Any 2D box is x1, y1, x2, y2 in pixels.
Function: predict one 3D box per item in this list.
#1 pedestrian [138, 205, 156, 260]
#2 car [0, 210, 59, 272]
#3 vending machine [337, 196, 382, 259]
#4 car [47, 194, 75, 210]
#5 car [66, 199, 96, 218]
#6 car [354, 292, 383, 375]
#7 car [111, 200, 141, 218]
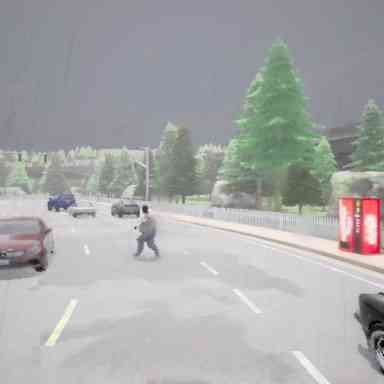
[{"bbox_3d":[-1.499,1.294,10.980,0.375,1.860,0.375,0,0,-16],"label":"pedestrian"},{"bbox_3d":[-5.488,1.526,10.619,1.812,1.442,4.674,0,0,-18],"label":"car"},{"bbox_3d":[5.851,1.195,11.670,1.100,2.100,0.880,0,0,-15],"label":"vending machine"},{"bbox_3d":[-15.561,1.230,39.624,2.150,2.045,5.566,0,0,-37],"label":"car"},{"bbox_3d":[-10.241,1.601,30.897,1.895,1.301,4.718,0,0,-26],"label":"car"},{"bbox_3d":[3.319,1.601,2.554,1.895,1.301,4.718,0,0,-4],"label":"car"},{"bbox_3d":[-6.107,1.491,30.316,2.128,1.511,4.902,0,0,-25],"label":"car"}]
